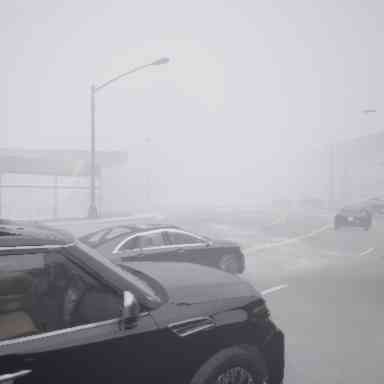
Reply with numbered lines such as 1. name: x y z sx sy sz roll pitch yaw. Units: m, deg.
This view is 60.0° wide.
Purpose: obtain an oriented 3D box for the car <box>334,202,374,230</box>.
1. car: 10.352 1.564 21.366 1.994 1.385 4.181 0 0 29

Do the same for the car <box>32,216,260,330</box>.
1. car: -0.827 1.492 7.795 4.902 1.511 2.128 0 0 -39

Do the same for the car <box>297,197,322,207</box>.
1. car: 17.671 1.477 50.138 1.882 1.535 5.008 0 0 -9

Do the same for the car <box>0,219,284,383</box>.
1. car: -1.724 1.221 2.616 5.566 2.045 2.150 0 0 -35

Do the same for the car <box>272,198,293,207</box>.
1. car: 13.893 1.563 51.467 1.994 1.385 4.181 0 0 -9

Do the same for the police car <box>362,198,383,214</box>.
1. police car: 17.733 1.425 32.385 1.930 1.638 5.238 0 0 12
